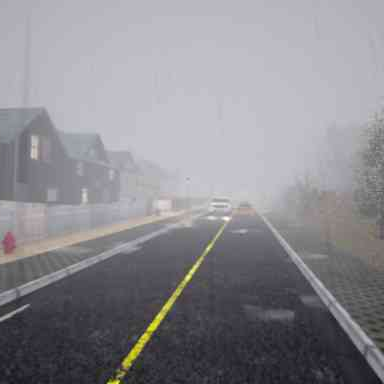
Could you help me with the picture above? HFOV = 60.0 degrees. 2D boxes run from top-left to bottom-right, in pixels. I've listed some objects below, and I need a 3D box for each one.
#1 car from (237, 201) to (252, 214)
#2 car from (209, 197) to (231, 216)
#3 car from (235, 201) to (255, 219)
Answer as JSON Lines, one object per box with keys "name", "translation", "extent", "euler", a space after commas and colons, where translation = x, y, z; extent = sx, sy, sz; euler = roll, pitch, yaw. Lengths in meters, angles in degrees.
{"name": "car", "translation": [7.045, 2.005, 44.622], "extent": [1.837, 1.490, 4.892], "euler": [1, 0, 10]}
{"name": "car", "translation": [3.348, 1.607, 39.013], "extent": [2.150, 2.045, 5.566], "euler": [1, 0, 9]}
{"name": "car", "translation": [5.380, 1.865, 34.057], "extent": [1.882, 1.535, 5.008], "euler": [1, 0, 9]}
